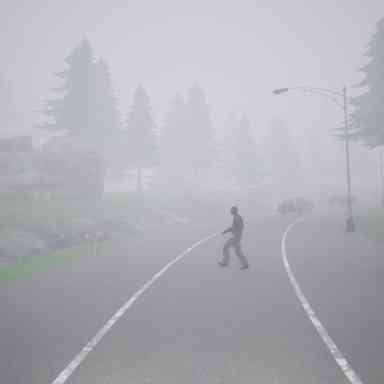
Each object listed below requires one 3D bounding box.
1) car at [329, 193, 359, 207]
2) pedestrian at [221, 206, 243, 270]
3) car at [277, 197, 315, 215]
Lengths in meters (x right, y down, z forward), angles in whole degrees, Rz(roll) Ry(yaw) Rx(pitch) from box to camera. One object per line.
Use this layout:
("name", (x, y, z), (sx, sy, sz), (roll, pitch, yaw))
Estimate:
("car", (18.081, 0.890, 39.566), (4.902, 1.511, 2.128), (-2, -3, -41))
("pedestrian", (1.192, 1.256, 9.507), (0.375, 1.860, 0.375), (5, -5, 11))
("car", (9.191, 1.183, 29.212), (2.033, 1.411, 5.357), (-4, -1, 35))
